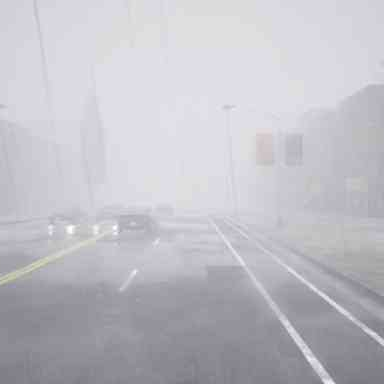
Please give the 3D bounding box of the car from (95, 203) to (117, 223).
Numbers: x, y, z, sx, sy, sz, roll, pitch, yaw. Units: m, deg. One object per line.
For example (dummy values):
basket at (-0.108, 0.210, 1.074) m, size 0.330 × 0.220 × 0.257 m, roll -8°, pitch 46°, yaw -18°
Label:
car at (-6.536, 1.718, 27.383) m, size 1.837 × 1.490 × 4.892 m, roll 0°, pitch -1°, yaw 0°

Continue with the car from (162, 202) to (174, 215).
car at (-3.172, 1.899, 38.800) m, size 1.812 × 1.442 × 4.674 m, roll 0°, pitch -1°, yaw 0°

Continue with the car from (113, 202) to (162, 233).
car at (-3.162, 1.592, 20.315) m, size 1.882 × 1.535 × 5.008 m, roll 0°, pitch -1°, yaw 0°

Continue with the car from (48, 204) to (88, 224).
car at (-9.790, 1.726, 26.718) m, size 1.812 × 1.442 × 4.674 m, roll 0°, pitch -1°, yaw 0°
